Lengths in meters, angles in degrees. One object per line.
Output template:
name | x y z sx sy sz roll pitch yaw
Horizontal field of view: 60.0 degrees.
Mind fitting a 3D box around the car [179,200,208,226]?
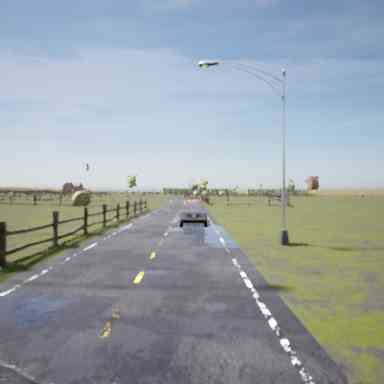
car | 0.106 1.501 22.778 2.033 1.411 5.357 0 0 0

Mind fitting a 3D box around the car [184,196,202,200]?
car | 0.111 1.266 41.134 2.097 1.767 4.553 0 0 0
